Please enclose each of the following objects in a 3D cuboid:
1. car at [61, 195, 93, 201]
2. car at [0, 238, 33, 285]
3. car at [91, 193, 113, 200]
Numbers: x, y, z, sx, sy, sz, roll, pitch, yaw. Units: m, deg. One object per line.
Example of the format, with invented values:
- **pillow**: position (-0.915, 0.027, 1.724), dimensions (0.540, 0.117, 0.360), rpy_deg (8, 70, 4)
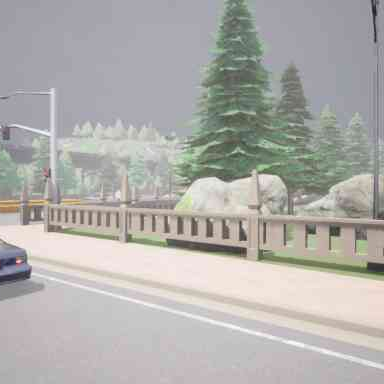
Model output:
- **car**: position (-17.007, 1.491, 46.820), dimensions (2.128, 1.511, 4.902), rpy_deg (0, 0, 36)
- **car**: position (-6.146, 1.547, 8.340), dimensions (5.357, 1.411, 2.033), rpy_deg (0, 0, 36)
- **car**: position (-15.577, 1.199, 54.832), dimensions (2.150, 2.045, 5.566), rpy_deg (0, 1, 36)
